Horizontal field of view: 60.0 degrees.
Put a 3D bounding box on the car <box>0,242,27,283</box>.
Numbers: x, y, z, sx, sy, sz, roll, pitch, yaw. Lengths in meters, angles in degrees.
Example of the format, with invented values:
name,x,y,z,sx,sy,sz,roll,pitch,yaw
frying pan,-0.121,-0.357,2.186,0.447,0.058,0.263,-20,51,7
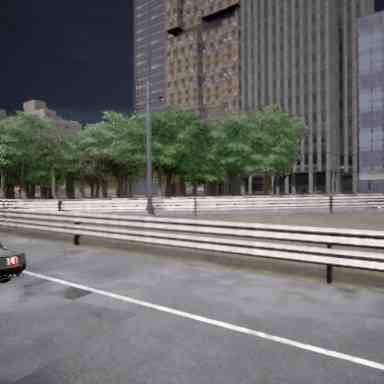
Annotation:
name,x,y,z,sx,sy,sz,roll,pitch,yaw
car,-6.243,1.607,8.392,4.718,1.301,1.895,0,0,36

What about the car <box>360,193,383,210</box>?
name,x,y,z,sx,sy,sz,roll,pitch,yaw
car,18.104,0.814,30.827,5.008,1.535,1.882,-1,0,-6
